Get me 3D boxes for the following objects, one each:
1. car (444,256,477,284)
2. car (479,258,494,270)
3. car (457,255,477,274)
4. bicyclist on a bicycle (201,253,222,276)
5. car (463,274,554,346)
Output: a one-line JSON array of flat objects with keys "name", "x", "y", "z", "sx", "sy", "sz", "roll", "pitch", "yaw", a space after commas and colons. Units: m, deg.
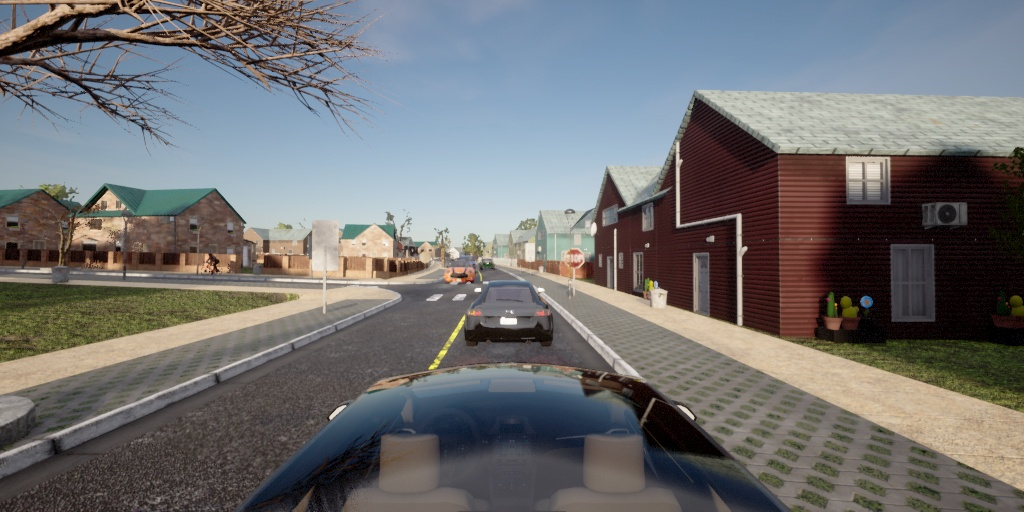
[{"name": "car", "x": -3.863, "y": 1.103, "z": 27.094, "sx": 2.097, "sy": 1.767, "sz": 4.553, "roll": 0, "pitch": 0, "yaw": -5}, {"name": "car", "x": -3.834, "y": 1.107, "z": 53.234, "sx": 2.097, "sy": 1.767, "sz": 4.553, "roll": 0, "pitch": 0, "yaw": -8}, {"name": "car", "x": -5.318, "y": 0.971, "z": 42.149, "sx": 2.150, "sy": 2.045, "sz": 5.566, "roll": 0, "pitch": 0, "yaw": -7}, {"name": "bicyclist on a bicycle", "x": -22.072, "y": 0.632, "z": 26.378, "sx": 0.582, "sy": 1.620, "sz": 1.656, "roll": 1, "pitch": 0, "yaw": 8}, {"name": "car", "x": -0.064, "y": 1.316, "z": 9.388, "sx": 1.994, "sy": 1.385, "sz": 4.181, "roll": 0, "pitch": 0, "yaw": 0}]
